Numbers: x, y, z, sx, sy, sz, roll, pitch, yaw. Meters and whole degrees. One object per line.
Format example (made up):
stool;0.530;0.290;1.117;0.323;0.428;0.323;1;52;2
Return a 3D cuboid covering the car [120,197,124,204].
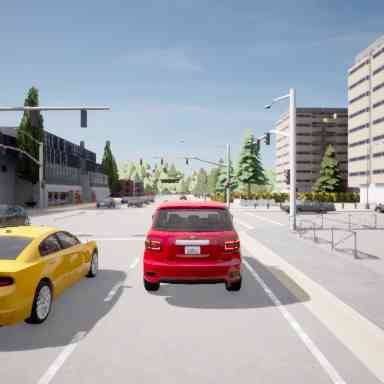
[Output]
car;-12.214;1.548;63.062;2.033;1.411;5.357;0;0;-1

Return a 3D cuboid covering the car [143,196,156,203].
car;-8.864;1.540;69.877;2.033;1.411;5.357;0;0;-2

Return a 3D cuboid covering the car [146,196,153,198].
car;-8.649;1.491;59.513;2.128;1.511;4.902;0;0;-1

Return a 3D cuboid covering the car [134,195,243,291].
car;0.016;1.221;9.135;2.150;2.045;5.566;0;0;0

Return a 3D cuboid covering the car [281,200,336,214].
car;12.083;1.547;34.603;5.357;1.411;2.033;0;0;-2

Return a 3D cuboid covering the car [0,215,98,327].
car;-3.478;1.478;7.147;1.882;1.535;5.008;0;0;0

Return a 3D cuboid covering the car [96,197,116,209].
car;-11.794;1.491;45.882;2.128;1.511;4.902;0;0;-2

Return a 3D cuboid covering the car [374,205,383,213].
car;22.166;1.547;34.908;5.357;1.411;2.033;0;0;-2

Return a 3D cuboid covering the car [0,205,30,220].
car;-10.861;1.505;18.669;1.837;1.490;4.892;0;0;-2

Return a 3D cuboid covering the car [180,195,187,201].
car;-2.338;1.524;87.216;1.812;1.442;4.674;0;0;-2

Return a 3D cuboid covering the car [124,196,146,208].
car;-8.391;1.505;49.302;1.837;1.490;4.892;0;0;-2
